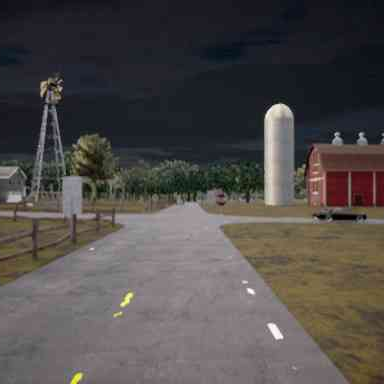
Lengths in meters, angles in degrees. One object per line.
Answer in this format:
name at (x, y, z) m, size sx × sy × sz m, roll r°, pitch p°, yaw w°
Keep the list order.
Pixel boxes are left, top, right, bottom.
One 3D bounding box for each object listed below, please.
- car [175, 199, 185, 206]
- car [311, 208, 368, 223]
car at (-2.857, 2.498, 78.484) m, size 1.837 × 1.490 × 4.892 m, roll 0°, pitch -1°, yaw 0°
car at (13.912, 2.167, 31.472) m, size 4.718 × 1.301 × 1.895 m, roll 1°, pitch -1°, yaw 0°
